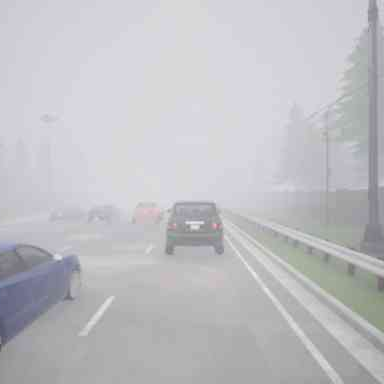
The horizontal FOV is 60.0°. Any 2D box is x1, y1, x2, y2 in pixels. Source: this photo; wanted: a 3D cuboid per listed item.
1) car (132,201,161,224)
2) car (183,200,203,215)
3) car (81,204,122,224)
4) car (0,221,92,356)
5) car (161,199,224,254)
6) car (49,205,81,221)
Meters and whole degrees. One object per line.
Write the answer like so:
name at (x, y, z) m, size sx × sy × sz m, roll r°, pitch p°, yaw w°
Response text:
car at (-3.438, 1.534, 26.830) m, size 2.097 × 1.767 × 4.553 m, roll 0°, pitch -1°, yaw 0°
car at (0.102, 1.757, 38.730) m, size 2.128 × 1.511 × 4.902 m, roll 0°, pitch 0°, yaw 0°
car at (-6.937, 1.688, 26.556) m, size 1.837 × 1.490 × 4.892 m, roll 0°, pitch 0°, yaw 0°
car at (-3.399, 1.515, 5.456) m, size 1.882 × 1.535 × 5.008 m, roll 0°, pitch 0°, yaw 0°
car at (0.100, 1.320, 14.188) m, size 2.150 × 2.045 × 5.566 m, roll 0°, pitch 0°, yaw 0°
car at (-10.427, 1.757, 28.322) m, size 1.994 × 1.385 × 4.181 m, roll 0°, pitch 0°, yaw 0°
